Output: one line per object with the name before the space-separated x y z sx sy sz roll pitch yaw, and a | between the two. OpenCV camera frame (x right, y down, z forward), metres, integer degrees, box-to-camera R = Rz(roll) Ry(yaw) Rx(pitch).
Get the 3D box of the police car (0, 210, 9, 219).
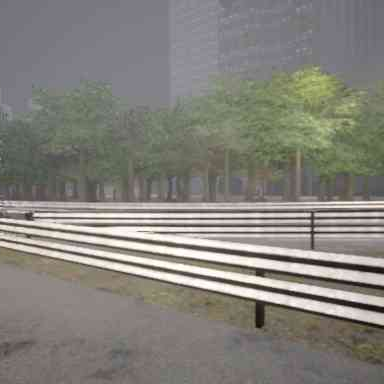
police car | -13.714 1.360 20.070 4.974 1.542 2.038 1 0 17
